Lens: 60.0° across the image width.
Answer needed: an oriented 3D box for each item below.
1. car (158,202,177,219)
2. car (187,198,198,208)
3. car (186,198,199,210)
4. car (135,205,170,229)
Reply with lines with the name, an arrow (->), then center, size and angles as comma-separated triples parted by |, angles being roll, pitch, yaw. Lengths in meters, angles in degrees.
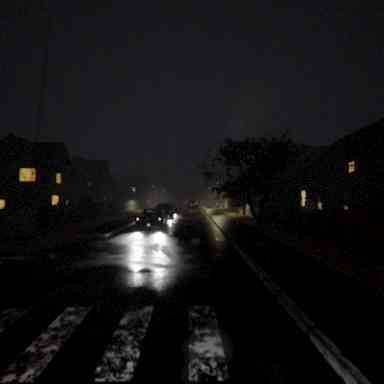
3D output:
car -> -2.858, 1.902, 34.475 | 1.882, 1.535, 5.008 | 0, -1, 0
car -> 0.079, 2.144, 66.775 | 2.150, 2.045, 5.566 | 0, -1, 0
car -> 0.084, 2.258, 56.560 | 1.837, 1.490, 4.892 | 0, -1, 0
car -> -2.856, 1.888, 24.019 | 1.895, 1.301, 4.718 | 0, -1, 0
